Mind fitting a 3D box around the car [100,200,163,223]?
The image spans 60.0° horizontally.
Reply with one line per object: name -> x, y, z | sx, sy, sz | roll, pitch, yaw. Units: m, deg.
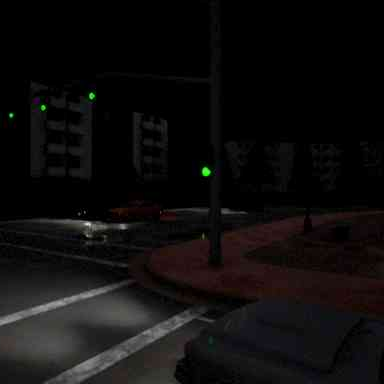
car -> -4.294, 1.436, 25.692 | 1.882, 1.535, 5.008 | 0, 0, 34

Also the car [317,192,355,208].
car -> 20.608, 1.007, 47.526 | 5.566, 2.045, 2.150 | 0, 0, -20

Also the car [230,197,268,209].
car -> 7.619, 1.447, 44.273 | 4.902, 1.511, 2.128 | 0, 0, -35

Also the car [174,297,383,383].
car -> 2.151, 1.602, 2.499 | 4.718, 1.301, 1.895 | 0, 0, 37

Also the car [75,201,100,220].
car -> -7.277, 1.455, 27.493 | 1.837, 1.490, 4.892 | 0, 0, 34

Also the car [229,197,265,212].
car -> 6.488, 1.438, 38.937 | 5.008, 1.535, 1.882 | 0, 0, -40
